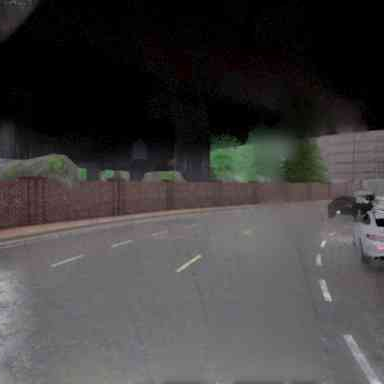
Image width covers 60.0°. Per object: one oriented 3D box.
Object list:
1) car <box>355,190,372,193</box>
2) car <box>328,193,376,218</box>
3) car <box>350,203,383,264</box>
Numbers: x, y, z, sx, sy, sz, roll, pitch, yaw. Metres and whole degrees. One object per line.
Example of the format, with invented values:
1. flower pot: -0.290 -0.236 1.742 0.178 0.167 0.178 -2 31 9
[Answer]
1. car: 22.349 0.540 43.528 5.008 1.535 1.882 -1 1 -43
2. car: 11.006 1.008 22.878 1.837 1.490 4.892 1 1 44
3. car: 6.175 1.300 10.390 1.812 1.442 4.674 0 1 22
